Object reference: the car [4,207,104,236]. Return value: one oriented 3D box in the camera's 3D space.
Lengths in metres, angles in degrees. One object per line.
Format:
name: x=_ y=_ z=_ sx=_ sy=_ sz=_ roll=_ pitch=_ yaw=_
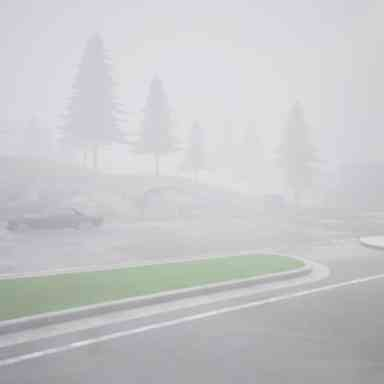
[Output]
car: x=-7.224 y=1.494 z=17.615 sx=4.718 sy=1.301 sz=1.895 roll=0 pitch=0 yaw=-26
